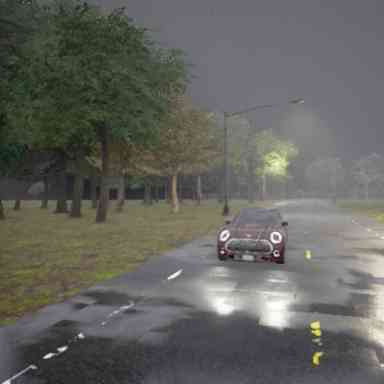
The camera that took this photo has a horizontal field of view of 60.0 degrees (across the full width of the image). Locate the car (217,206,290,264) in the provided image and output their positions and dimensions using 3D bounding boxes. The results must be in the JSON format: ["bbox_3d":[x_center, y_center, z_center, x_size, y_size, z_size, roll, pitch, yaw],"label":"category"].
[{"bbox_3d":[2.369,1.367,11.997,2.097,1.767,4.553,0,0,18],"label":"car"}]
